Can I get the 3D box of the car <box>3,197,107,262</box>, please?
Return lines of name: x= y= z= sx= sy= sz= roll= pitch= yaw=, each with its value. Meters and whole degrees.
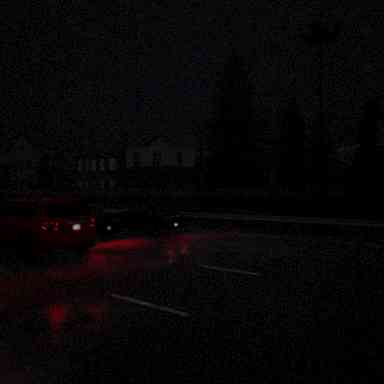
car: x=-5.943 y=1.220 z=12.442 sx=5.566 sy=2.045 sz=2.150 roll=0 pitch=0 yaw=36

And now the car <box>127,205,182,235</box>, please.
car: x=-2.803 y=1.488 z=18.813 sx=4.902 sy=1.511 sz=2.128 roll=0 pitch=0 yaw=36

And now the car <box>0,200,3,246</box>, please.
car: x=-7.981 y=1.220 z=9.596 sx=5.566 sy=2.045 sz=2.150 roll=0 pitch=0 yaw=36

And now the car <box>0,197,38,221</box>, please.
car: x=-14.951 y=1.344 z=27.471 sx=4.553 sy=1.767 sz=2.097 roll=0 pitch=0 yaw=36

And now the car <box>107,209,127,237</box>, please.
car: x=-5.797 y=1.474 z=16.662 sx=5.008 sy=1.535 sz=1.882 roll=0 pitch=0 yaw=36
